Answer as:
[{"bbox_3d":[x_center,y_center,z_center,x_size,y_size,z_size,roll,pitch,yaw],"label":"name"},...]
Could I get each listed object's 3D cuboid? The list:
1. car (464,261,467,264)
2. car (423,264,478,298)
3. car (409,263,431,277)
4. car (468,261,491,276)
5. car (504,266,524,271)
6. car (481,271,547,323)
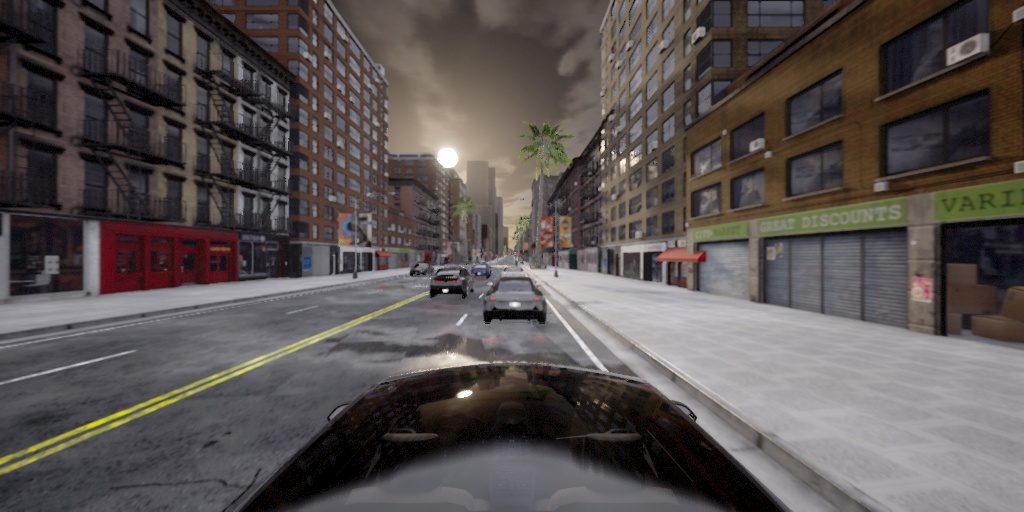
[{"bbox_3d":[-6.579,1.542,38.945,2.033,1.411,5.357,0,0,0],"label":"car"},{"bbox_3d":[-3.145,1.379,19.372,1.837,1.490,4.892,0,0,0],"label":"car"},{"bbox_3d":[-9.824,1.503,39.308,1.837,1.490,4.892,0,0,0],"label":"car"},{"bbox_3d":[-3.135,1.505,36.568,1.812,1.442,4.674,0,0,0],"label":"car"},{"bbox_3d":[0.108,1.545,30.820,1.895,1.301,4.718,0,0,0],"label":"car"},{"bbox_3d":[0.089,1.392,12.459,1.994,1.385,4.181,0,0,0],"label":"car"}]
